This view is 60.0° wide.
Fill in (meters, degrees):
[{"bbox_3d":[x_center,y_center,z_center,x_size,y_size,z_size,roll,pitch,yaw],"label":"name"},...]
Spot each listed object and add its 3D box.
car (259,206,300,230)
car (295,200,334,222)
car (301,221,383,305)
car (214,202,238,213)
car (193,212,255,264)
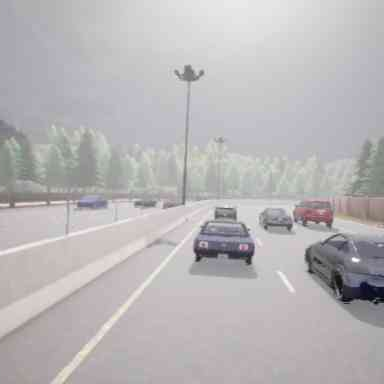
[{"bbox_3d":[5.868,1.828,23.602,2.033,1.411,5.357,3,0,6],"label":"car"},{"bbox_3d":[9.784,1.678,27.161,2.150,2.045,5.566,3,0,6],"label":"car"},{"bbox_3d":[4.315,1.762,8.601,1.994,1.385,4.181,3,0,6],"label":"car"},{"bbox_3d":[2.910,1.646,28.792,2.128,1.511,4.902,3,0,6],"label":"car"},{"bbox_3d":[1.188,1.664,12.222,1.895,1.301,4.718,3,0,6],"label":"car"}]
